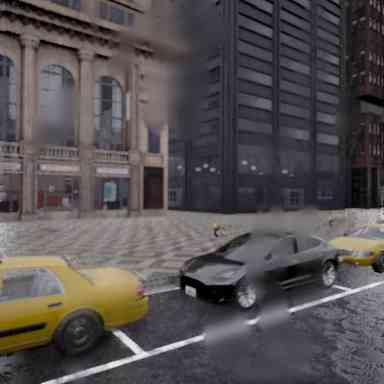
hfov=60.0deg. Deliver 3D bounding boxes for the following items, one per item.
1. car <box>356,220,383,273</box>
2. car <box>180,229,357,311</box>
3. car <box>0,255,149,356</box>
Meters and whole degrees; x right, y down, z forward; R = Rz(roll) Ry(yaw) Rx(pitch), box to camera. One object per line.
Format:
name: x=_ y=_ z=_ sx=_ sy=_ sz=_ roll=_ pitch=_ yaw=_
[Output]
car: x=6.209 y=1.647 z=11.082 sx=4.829 sy=1.417 sz=1.752 roll=1 pitch=-1 yaw=-36
car: x=1.756 y=1.629 z=7.904 sx=4.313 sy=1.339 sz=1.947 roll=1 pitch=-1 yaw=-36
car: x=-2.974 y=1.527 z=4.530 sx=4.829 sy=1.417 sz=1.752 roll=1 pitch=-1 yaw=-36
